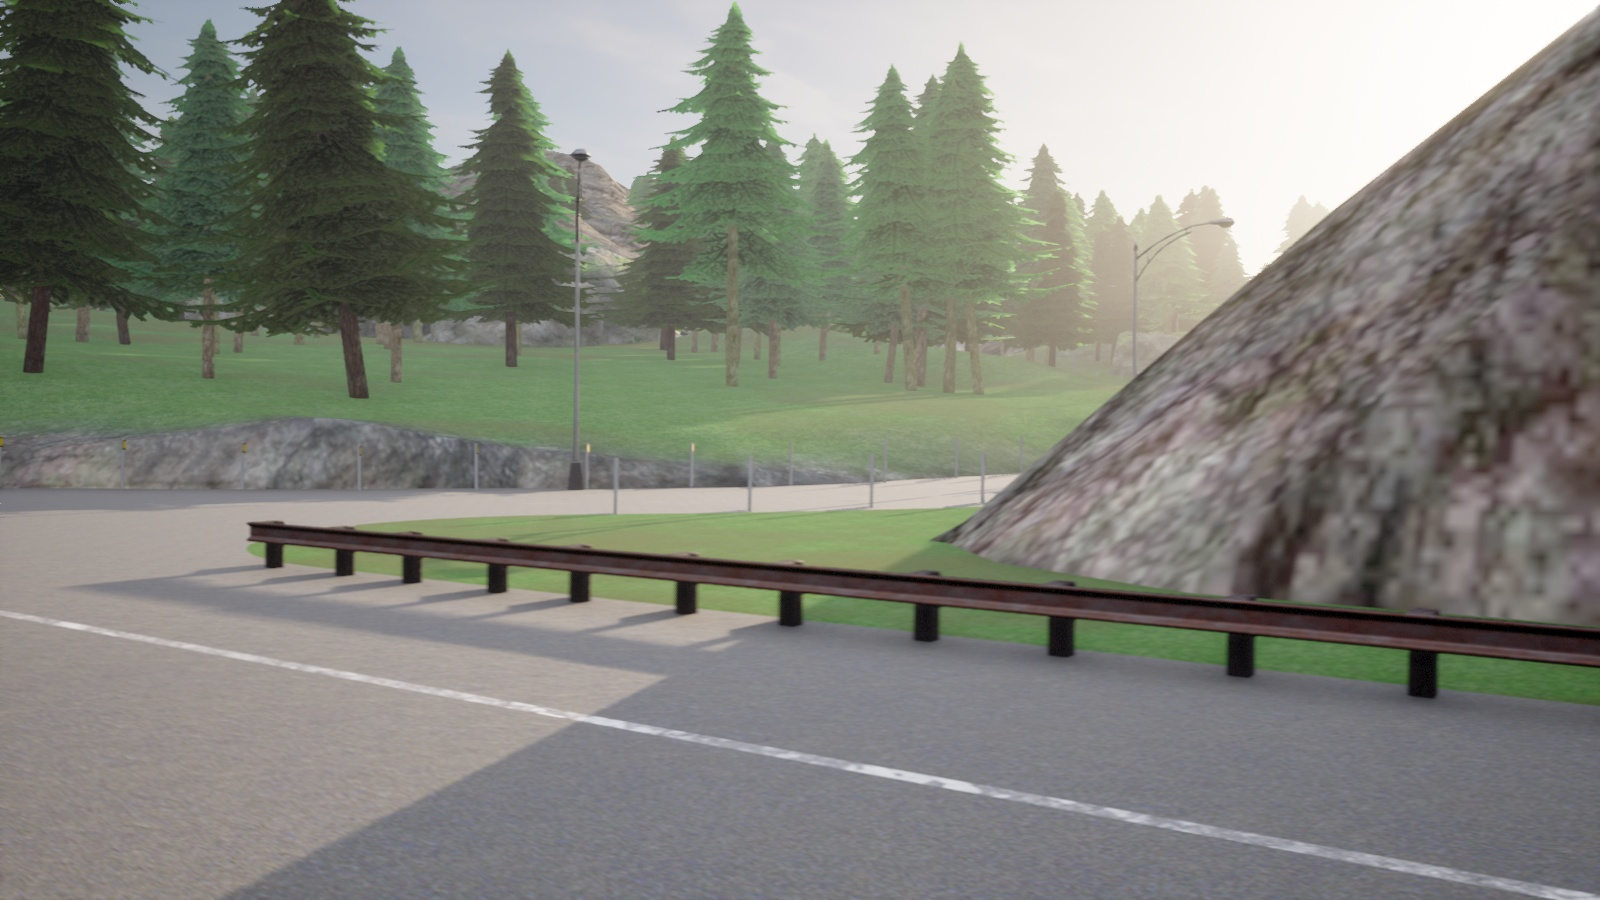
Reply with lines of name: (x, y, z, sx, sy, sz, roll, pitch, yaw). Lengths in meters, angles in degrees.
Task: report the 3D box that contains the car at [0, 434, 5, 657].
car: (-7.409, 0.647, 8.545, 3.806, 1.475, 1.970, 0, 1, 34)
